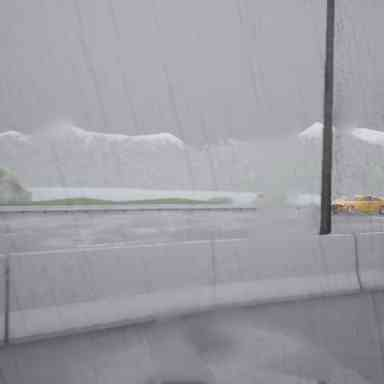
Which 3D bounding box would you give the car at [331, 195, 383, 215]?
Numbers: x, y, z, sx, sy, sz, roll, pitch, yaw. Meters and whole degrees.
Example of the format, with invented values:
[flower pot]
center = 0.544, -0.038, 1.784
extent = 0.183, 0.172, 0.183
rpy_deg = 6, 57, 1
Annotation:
[car]
center = 13.488, 0.991, 26.690
extent = 5.008, 1.535, 1.882
rpy_deg = 0, 1, -14
